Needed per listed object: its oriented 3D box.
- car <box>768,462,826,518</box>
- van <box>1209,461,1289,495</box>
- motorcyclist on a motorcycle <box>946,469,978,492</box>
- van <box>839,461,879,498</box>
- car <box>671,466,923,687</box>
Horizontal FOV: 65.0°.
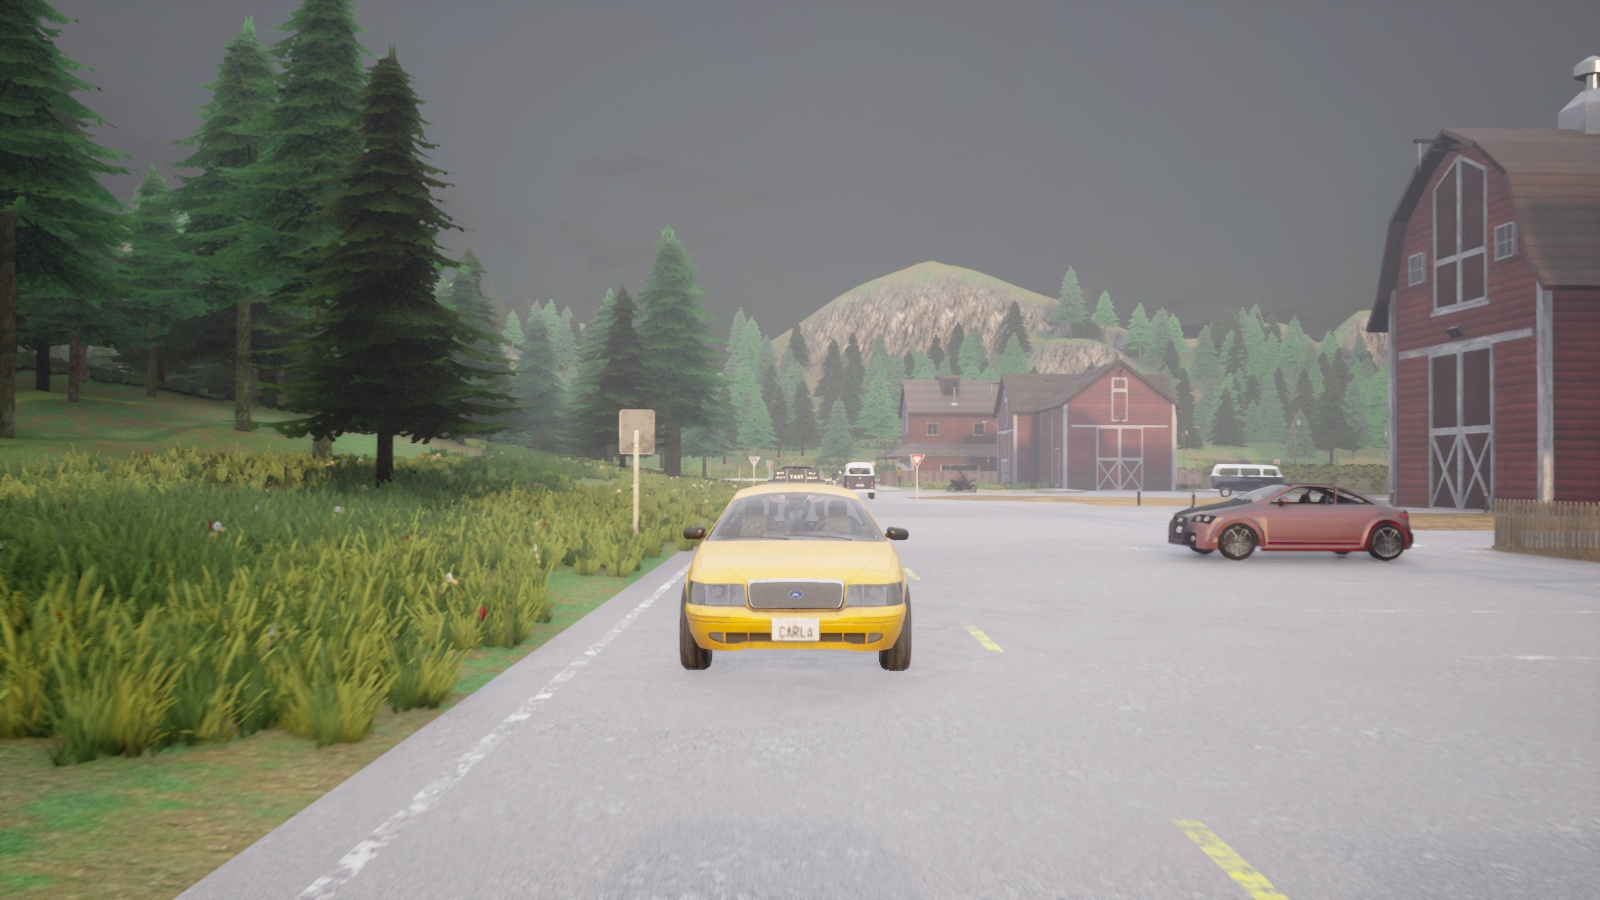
[{"bbox_3d":[-0.108,1.372,44.203,1.932,1.855,4.605,0,-1,0],"label":"car"},{"bbox_3d":[27.553,1.687,77.177,4.480,2.038,2.069,0,-1,17],"label":"van"},{"bbox_3d":[11.030,2.092,85.605,2.044,1.523,0.797,0,-1,17],"label":"motorcyclist on a motorcycle"},{"bbox_3d":[3.325,1.721,71.739,2.069,2.038,4.480,0,-2,0],"label":"van"},{"bbox_3d":[-0.029,0.949,11.667,1.801,1.575,5.366,0,-1,0],"label":"car"}]
